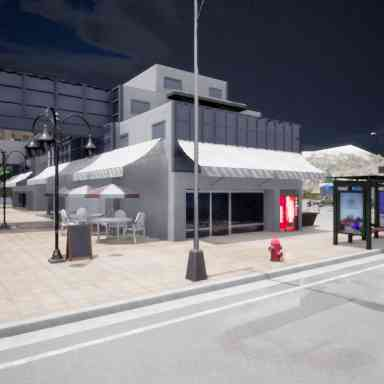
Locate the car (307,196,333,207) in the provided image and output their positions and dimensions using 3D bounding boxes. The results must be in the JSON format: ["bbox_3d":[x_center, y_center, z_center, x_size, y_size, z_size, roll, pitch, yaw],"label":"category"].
[{"bbox_3d":[19.116,1.345,48.773,5.027,1.636,2.152,0,0,-36],"label":"car"}]

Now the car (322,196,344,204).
[{"bbox_3d":[28.398,1.489,66.886,4.514,1.523,2.007,0,0,-36],"label":"car"}]
